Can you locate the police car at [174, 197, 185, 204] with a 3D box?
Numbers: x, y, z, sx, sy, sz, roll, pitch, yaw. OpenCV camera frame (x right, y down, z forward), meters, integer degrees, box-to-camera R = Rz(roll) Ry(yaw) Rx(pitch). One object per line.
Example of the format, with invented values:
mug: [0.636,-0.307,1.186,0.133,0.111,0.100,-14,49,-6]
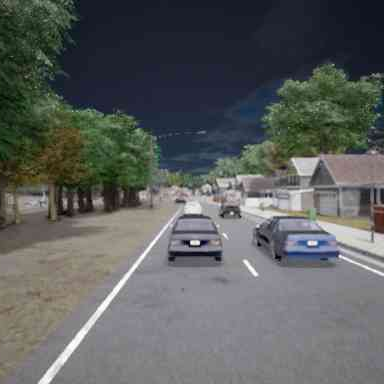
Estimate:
police car: [-2.662,2.130,82.486,1.930,1.638,5.238,0,0,-5]

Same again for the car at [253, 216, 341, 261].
car: [3.599,1.587,12.436,2.033,1.411,5.357,0,0,0]

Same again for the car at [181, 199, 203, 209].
car: [0.108,1.708,33.384,1.812,1.442,4.674,0,-1,0]

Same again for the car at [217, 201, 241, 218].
car: [3.607,1.677,32.477,1.837,1.490,4.892,0,-1,0]

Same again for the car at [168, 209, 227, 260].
car: [0.101,1.588,12.520,2.033,1.411,5.357,0,0,0]
